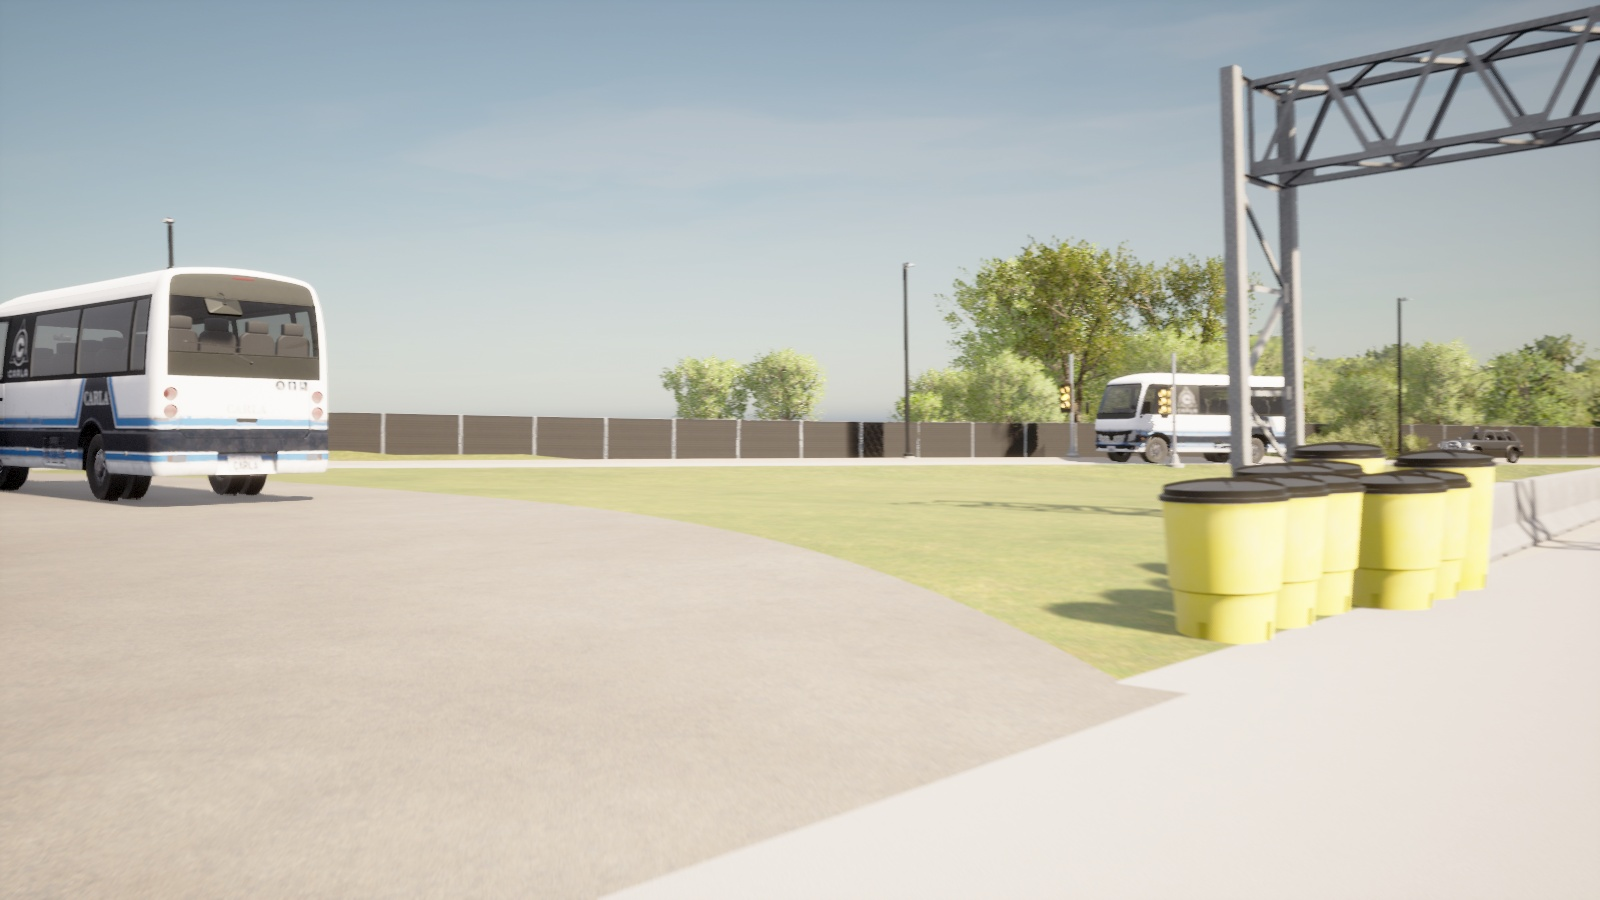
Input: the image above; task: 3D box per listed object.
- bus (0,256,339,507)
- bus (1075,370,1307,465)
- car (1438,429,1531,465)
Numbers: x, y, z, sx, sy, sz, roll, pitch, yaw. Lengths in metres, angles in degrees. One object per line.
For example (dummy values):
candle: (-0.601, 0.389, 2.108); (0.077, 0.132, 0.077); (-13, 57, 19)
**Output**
bus: (-14.063, -1.250, 26.118); (10.273, 4.253, 3.944); (1, 1, 41)
bus: (18.659, -1.460, 59.918); (10.273, 4.253, 3.944); (0, 1, -21)
car: (36.549, -0.153, 67.087); (4.605, 1.855, 1.932); (0, 1, -24)
